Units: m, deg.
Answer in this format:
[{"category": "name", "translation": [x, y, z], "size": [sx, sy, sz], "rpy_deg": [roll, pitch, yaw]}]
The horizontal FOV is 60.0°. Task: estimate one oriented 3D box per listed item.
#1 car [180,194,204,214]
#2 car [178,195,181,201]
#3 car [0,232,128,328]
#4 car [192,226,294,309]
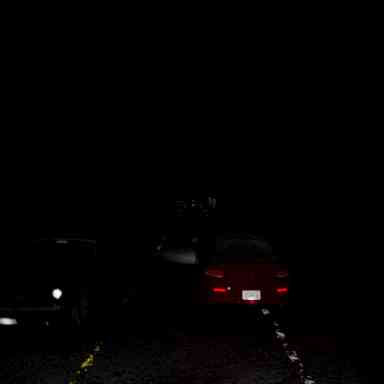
[{"category": "car", "translation": [0.165, 1.346, 34.942], "size": [2.097, 1.767, 4.553], "rpy_deg": [0, 0, 0]}, {"category": "car", "translation": [-2.526, 1.513, 82.766], "size": [2.033, 1.411, 5.357], "rpy_deg": [0, 0, 0]}, {"category": "car", "translation": [-2.733, 1.601, 7.113], "size": [1.895, 1.301, 4.718], "rpy_deg": [0, 0, 0]}, {"category": "car", "translation": [0.981, 1.526, 7.757], "size": [1.812, 1.442, 4.674], "rpy_deg": [0, 0, 0]}]
